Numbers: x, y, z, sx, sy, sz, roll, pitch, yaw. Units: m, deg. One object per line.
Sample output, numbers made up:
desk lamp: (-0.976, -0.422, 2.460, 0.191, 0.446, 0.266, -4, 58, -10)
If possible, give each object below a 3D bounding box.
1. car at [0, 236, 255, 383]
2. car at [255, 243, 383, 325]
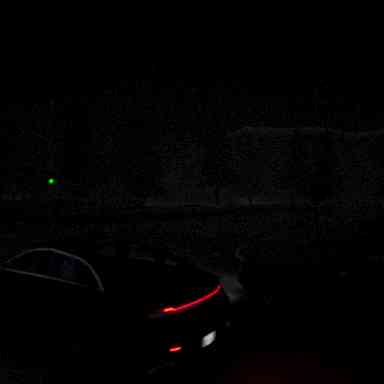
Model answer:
car: (-1.770, 1.465, 5.257, 4.902, 1.511, 2.128, 0, 0, 35)
car: (3.256, 1.598, 5.971, 4.718, 1.301, 1.895, 0, 0, 36)
